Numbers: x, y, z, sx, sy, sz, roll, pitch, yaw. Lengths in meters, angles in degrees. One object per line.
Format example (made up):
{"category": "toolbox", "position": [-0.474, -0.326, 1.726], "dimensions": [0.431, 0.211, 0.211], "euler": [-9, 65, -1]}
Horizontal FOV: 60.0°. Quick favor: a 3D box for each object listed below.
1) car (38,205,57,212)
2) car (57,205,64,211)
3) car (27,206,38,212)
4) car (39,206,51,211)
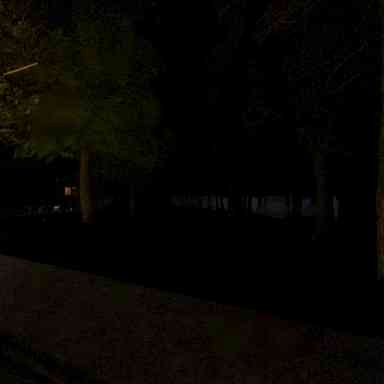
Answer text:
{"category": "car", "position": [-33.465, 3.887, 77.248], "dimensions": [1.837, 1.490, 4.892], "euler": [0, -2, -9]}
{"category": "car", "position": [-35.179, 4.239, 87.531], "dimensions": [2.128, 1.511, 4.902], "euler": [0, -2, -9]}
{"category": "car", "position": [-36.733, 3.913, 77.090], "dimensions": [1.837, 1.490, 4.892], "euler": [0, -2, -9]}
{"category": "car", "position": [-38.385, 4.276, 86.995], "dimensions": [1.994, 1.385, 4.181], "euler": [0, -2, -9]}
